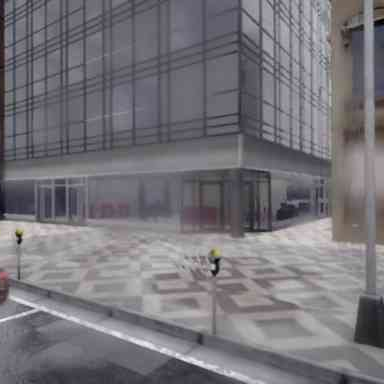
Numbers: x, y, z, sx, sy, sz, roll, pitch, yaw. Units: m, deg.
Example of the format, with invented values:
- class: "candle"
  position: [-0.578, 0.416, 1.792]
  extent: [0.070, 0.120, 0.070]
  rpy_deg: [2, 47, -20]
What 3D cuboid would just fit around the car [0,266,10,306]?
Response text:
- class: "car"
  position: [-5.311, 1.666, 6.751]
  extent: [4.206, 1.307, 1.802]
  rpy_deg: [-1, 0, 36]
